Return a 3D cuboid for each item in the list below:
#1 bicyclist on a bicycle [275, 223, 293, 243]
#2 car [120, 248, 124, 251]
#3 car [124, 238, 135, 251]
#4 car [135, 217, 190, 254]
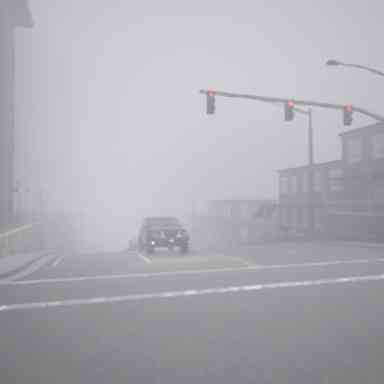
[{"bbox_3d":[7.427,3.339,27.022,1.656,1.620,0.582,0,-10,-15],"label":"bicyclist on a bicycle"},{"bbox_3d":[-7.305,7.131,38.532,1.812,1.442,4.674,0,-14,-16],"label":"car"},{"bbox_3d":[-4.549,4.658,29.004,1.812,1.442,4.674,0,-14,-16],"label":"car"},{"bbox_3d":[-1.795,2.453,19.513,2.150,2.045,5.566,0,-7,-16],"label":"car"}]
